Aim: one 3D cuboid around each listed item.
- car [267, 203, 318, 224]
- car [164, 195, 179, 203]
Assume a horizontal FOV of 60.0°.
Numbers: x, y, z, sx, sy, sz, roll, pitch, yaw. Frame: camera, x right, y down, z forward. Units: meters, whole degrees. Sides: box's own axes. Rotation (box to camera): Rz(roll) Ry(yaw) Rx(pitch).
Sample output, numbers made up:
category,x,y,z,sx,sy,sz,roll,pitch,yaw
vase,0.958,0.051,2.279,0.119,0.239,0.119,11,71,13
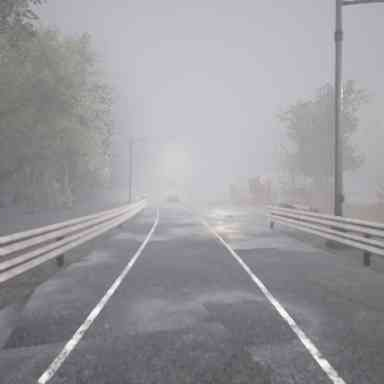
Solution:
category,x,y,z,sx,sy,sz,roll,pitch,yaw
car,7.725,1.576,25.996,1.882,1.535,5.008,1,1,-17
car,-4.047,1.306,65.637,2.097,1.767,4.553,0,0,-17
